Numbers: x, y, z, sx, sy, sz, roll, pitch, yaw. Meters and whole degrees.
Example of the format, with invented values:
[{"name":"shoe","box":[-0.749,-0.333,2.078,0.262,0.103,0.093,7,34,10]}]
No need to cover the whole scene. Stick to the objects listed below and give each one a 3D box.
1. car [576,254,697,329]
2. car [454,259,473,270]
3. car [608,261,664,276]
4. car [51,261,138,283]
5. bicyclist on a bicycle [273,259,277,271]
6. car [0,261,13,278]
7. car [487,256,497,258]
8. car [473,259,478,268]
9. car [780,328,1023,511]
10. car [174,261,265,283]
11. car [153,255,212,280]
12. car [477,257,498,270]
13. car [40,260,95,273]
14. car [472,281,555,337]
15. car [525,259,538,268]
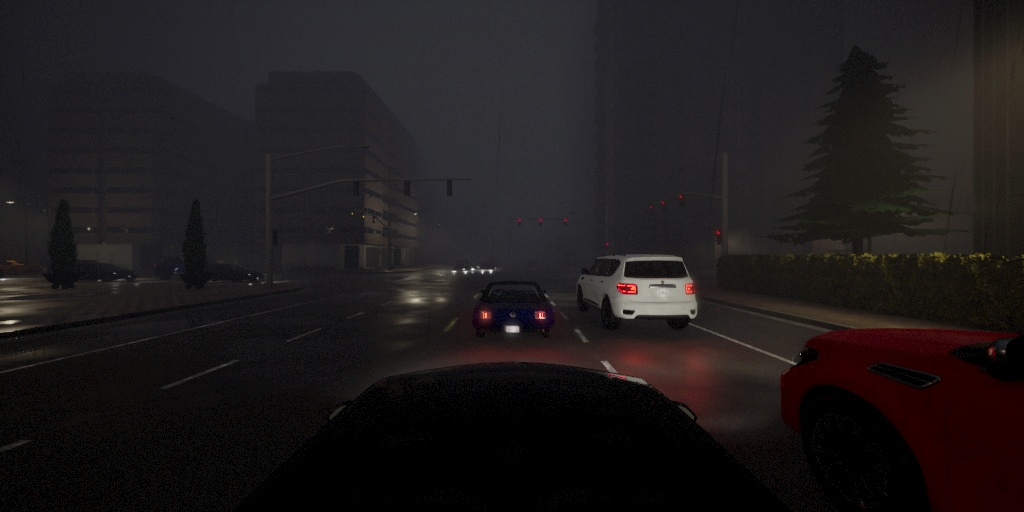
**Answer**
[{"name":"car","box":[3.573,0.971,11.362,2.150,2.045,5.566,0,0,-2]},{"name":"car","box":[-7.163,1.228,51.739,1.882,1.535,5.008,0,0,0]},{"name":"car","box":[13.067,1.297,38.132,5.357,1.411,2.033,0,0,6]},{"name":"car","box":[-31.592,1.276,27.438,4.674,1.442,1.812,0,0,1]},{"name":"bicyclist on a bicycle","box":[-28.701,1.051,42.895,0.582,1.620,1.656,0,0,0]},{"name":"car","box":[-46.943,1.314,31.083,4.181,1.385,1.994,0,0,0]},{"name":"car","box":[-3.655,0.971,64.703,2.150,2.045,5.566,0,0,0]},{"name":"car","box":[-7.170,1.351,61.070,1.895,1.301,4.718,0,0,0]},{"name":"car","box":[3.601,0.971,0.984,2.150,2.045,5.566,0,0,0]},{"name":"car","box":[-22.008,1.297,27.331,5.357,1.411,2.033,0,0,1]},{"name":"car","box":[-27.505,0.972,30.902,5.566,2.045,2.150,0,0,0]},{"name":"car","box":[-3.659,1.314,53.982,1.994,1.385,4.181,0,0,0]},{"name":"car","box":[-36.974,1.102,30.985,4.553,1.767,2.097,0,0,1]},{"name":"car","box":[0.043,1.351,10.233,1.895,1.301,4.718,0,0,0]},{"name":"car","box":[3.490,1.254,62.782,1.837,1.490,4.892,0,0,0]}]
